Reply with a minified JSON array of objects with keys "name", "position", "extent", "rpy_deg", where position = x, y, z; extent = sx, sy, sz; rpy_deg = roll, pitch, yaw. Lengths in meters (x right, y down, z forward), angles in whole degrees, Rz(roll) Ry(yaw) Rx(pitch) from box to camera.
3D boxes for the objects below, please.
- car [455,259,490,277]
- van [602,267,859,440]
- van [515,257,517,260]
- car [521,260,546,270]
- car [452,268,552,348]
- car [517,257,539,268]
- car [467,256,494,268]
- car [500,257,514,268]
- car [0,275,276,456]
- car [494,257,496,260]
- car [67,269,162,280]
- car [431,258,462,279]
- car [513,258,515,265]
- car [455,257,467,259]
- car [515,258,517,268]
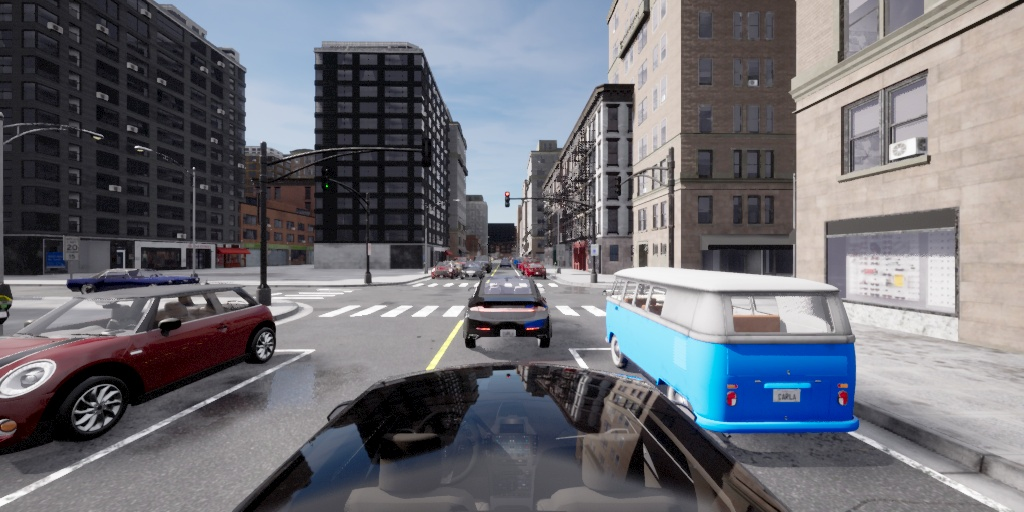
[{"name":"car","position":[-3.395,1.242,31.638],"extent":[2.128,1.511,4.902],"rpy_deg":[0,0,-1]},{"name":"van","position":[2.584,1.091,5.265],"extent":[1.690,1.789,3.998],"rpy_deg":[0,0,-1]},{"name":"van","position":[1.668,1.089,53.776],"extent":[1.690,1.789,3.998],"rpy_deg":[0,0,-1]},{"name":"car","position":[2.077,1.295,32.141],"extent":[1.888,1.381,4.507],"rpy_deg":[0,0,-1]},{"name":"car","position":[-0.126,1.242,9.200],"extent":[2.128,1.511,4.902],"rpy_deg":[0,0,-1]},{"name":"car","position":[1.975,1.065,37.549],"extent":[2.192,1.841,5.009],"rpy_deg":[0,0,-1]},{"name":"car","position":[-3.586,0.971,41.801],"extent":[2.150,2.045,5.566],"rpy_deg":[0,0,0]},{"name":"car","position":[-1.131,1.309,62.301],"extent":[1.994,1.385,4.181],"rpy_deg":[0,0,-1]},{"name":"car","position":[-5.440,1.190,5.114],"extent":[1.967,1.591,4.097],"rpy_deg":[0,0,-1]},{"name":"car","position":[-3.782,1.296,52.220],"extent":[2.033,1.411,5.357],"rpy_deg":[0,0,-1]},{"name":"car","position":[-17.814,1.263,17.114],"extent":[4.718,1.301,1.895],"rpy_deg":[0,0,-1]},{"name":"car","position":[-5.947,1.190,31.990],"extent":[1.967,1.591,4.097],"rpy_deg":[0,0,-1]},{"name":"car","position":[1.566,1.312,59.184],"extent":[1.948,1.339,4.313],"rpy_deg":[0,0,-1]},{"name":"car","position":[-6.151,1.065,42.806],"extent":[2.192,1.841,5.009],"rpy_deg":[0,0,-1]},{"name":"car","position":[1.770,1.294,48.367],"extent":[1.888,1.381,4.507],"rpy_deg":[0,0,-1]}]
